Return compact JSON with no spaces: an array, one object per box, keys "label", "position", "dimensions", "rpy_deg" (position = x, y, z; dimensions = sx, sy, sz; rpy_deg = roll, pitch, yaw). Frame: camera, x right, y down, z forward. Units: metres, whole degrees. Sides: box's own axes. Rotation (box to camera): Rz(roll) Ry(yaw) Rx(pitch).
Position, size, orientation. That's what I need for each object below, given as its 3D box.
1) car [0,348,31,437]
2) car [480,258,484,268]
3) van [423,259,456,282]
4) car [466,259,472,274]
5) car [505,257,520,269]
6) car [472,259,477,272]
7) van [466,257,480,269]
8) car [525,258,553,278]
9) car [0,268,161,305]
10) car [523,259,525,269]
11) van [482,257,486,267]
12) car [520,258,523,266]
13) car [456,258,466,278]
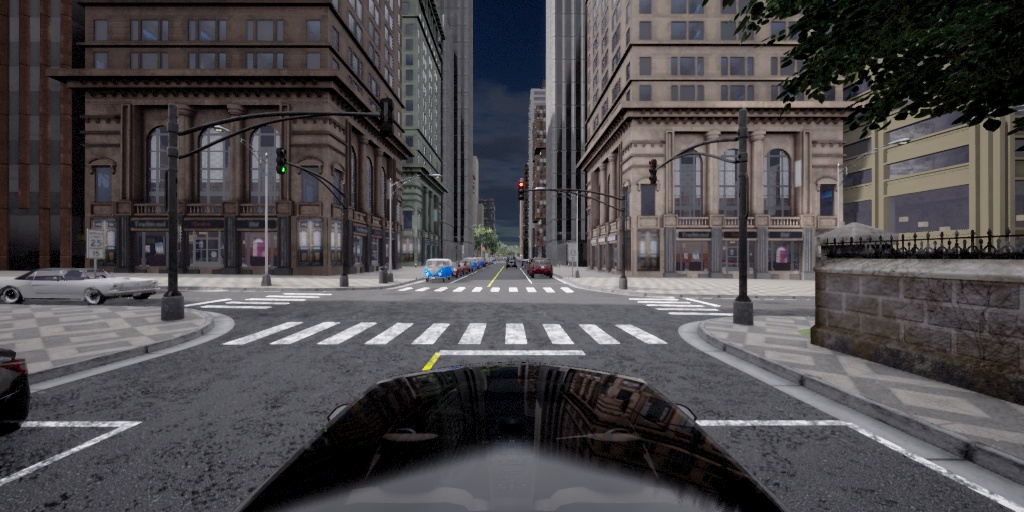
[{"label":"car","position":[-5.763,1.316,1.827],"dimensions":[1.948,1.339,4.313],"rpy_deg":[0,0,0]},{"label":"car","position":[-5.870,1.347,55.689],"dimensions":[1.888,1.381,4.507],"rpy_deg":[0,0,0]},{"label":"van","position":[-5.816,1.105,28.484],"dimensions":[1.690,1.789,3.998],"rpy_deg":[0,0,0]},{"label":"car","position":[-5.838,1.322,39.365],"dimensions":[1.888,1.381,4.507],"rpy_deg":[0,0,0]},{"label":"car","position":[-0.063,1.312,59.140],"dimensions":[1.837,1.490,4.892],"rpy_deg":[0,0,1]},{"label":"car","position":[-5.849,1.351,44.806],"dimensions":[1.948,1.339,4.313],"rpy_deg":[0,0,0]},{"label":"van","position":[-5.860,1.134,50.248],"dimensions":[1.690,1.789,3.998],"rpy_deg":[0,0,0]},{"label":"car","position":[2.698,1.085,33.950],"dimensions":[2.192,1.841,5.009],"rpy_deg":[0,0,0]},{"label":"car","position":[-16.565,1.120,13.728],"dimensions":[4.718,1.301,1.895],"rpy_deg":[1,0,0]},{"label":"car","position":[2.688,1.092,39.391],"dimensions":[2.192,1.841,5.009],"rpy_deg":[0,0,0]},{"label":"van","position":[-5.881,1.151,61.130],"dimensions":[1.690,1.789,3.998],"rpy_deg":[0,0,0]},{"label":"car","position":[2.655,1.352,55.713],"dimensions":[2.007,1.370,4.403],"rpy_deg":[0,0,0]},{"label":"car","position":[-5.827,1.210,33.924],"dimensions":[1.967,1.591,4.097],"rpy_deg":[0,0,0]}]
